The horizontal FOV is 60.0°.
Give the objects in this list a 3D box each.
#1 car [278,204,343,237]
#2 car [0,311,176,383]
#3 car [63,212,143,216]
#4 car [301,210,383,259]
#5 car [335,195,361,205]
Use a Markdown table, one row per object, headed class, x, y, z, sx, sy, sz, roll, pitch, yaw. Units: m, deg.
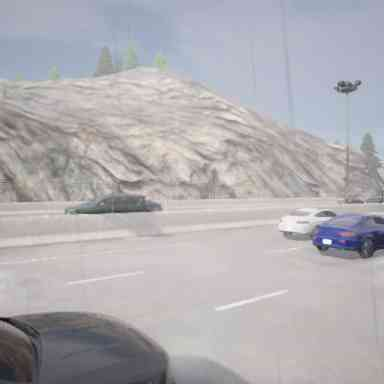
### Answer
| class | x | y | z | sx | sy | sz | roll | pitch | yaw |
| --- | --- | --- | --- | --- | --- | --- | --- | --- | --- |
| car | 6.353 | 1.527 | 16.877 | 4.674 | 1.442 | 1.812 | 0 | 0 | -36 |
| car | -2.366 | 1.505 | 2.060 | 4.892 | 1.490 | 1.837 | 0 | 0 | -36 |
| car | -5.421 | 1.222 | 21.621 | 5.566 | 2.045 | 2.150 | 0 | 0 | -36 |
| car | 6.470 | 1.526 | 12.662 | 4.674 | 1.442 | 1.812 | 0 | 0 | -36 |
| car | 27.098 | 1.355 | 57.696 | 4.553 | 1.767 | 2.097 | 0 | 0 | -36 |
